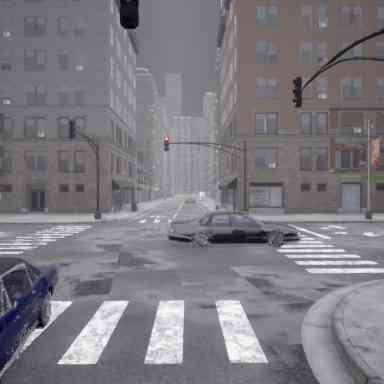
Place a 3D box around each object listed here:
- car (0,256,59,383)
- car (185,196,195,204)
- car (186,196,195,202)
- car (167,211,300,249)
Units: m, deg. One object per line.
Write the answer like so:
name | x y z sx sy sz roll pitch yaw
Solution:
car | -3.032 1.600 4.060 1.895 1.301 4.718 0 0 -12
car | -0.337 1.650 63.739 1.895 1.301 4.718 0 0 0
car | -0.410 1.484 73.744 1.895 1.301 4.718 0 0 0
car | 1.642 1.532 13.958 5.357 1.411 2.033 0 0 -1
